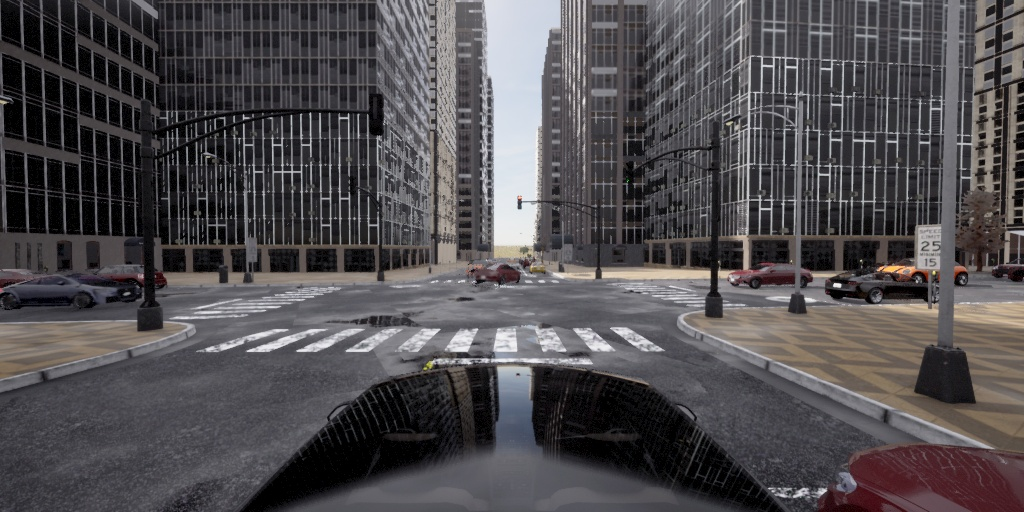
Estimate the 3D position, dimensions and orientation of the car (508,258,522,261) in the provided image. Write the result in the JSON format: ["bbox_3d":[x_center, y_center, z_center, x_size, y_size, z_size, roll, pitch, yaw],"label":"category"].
[{"bbox_3d":[0.079,1.317,52.479,1.895,1.301,4.718,0,0,0],"label":"car"}]

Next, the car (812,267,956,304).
[{"bbox_3d":[16.124,1.293,15.693,4.313,1.339,1.948,0,0,-5],"label":"car"}]

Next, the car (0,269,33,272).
[{"bbox_3d":[-28.204,1.391,20.004,4.207,1.307,1.802,0,0,-5],"label":"car"}]

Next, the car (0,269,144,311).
[{"bbox_3d":[-18.394,1.438,15.081,4.181,1.385,1.994,0,1,-5],"label":"car"}]

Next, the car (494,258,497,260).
[{"bbox_3d":[-3.116,1.203,44.214,1.882,1.535,5.008,0,0,0],"label":"car"}]

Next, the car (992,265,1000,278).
[{"bbox_3d":[37.693,0.864,26.110,4.097,1.591,1.967,0,0,-5],"label":"car"}]

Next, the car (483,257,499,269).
[{"bbox_3d":[-3.107,1.066,54.257,2.097,1.767,4.553,0,0,0],"label":"car"}]

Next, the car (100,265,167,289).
[{"bbox_3d":[-22.579,1.216,20.528,4.097,1.591,1.967,0,0,-5],"label":"car"}]

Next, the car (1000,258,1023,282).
[{"bbox_3d":[35.348,0.845,23.267,4.553,1.767,2.097,0,1,-5],"label":"car"}]

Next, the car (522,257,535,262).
[{"bbox_3d":[2.709,1.028,55.015,2.192,1.841,5.009,0,0,0],"label":"car"}]

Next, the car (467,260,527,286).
[{"bbox_3d":[-0.887,1.213,24.491,1.812,1.442,4.674,2,0,24],"label":"car"}]

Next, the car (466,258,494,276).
[{"bbox_3d":[-3.112,1.085,34.279,2.097,1.767,4.553,0,0,0],"label":"car"}]

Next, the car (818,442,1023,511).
[{"bbox_3d":[2.692,1.333,0.395,1.802,1.307,4.207,0,0,0],"label":"car"}]

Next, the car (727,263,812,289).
[{"bbox_3d":[15.392,1.135,21.437,4.674,1.442,1.812,0,1,-5],"label":"car"}]

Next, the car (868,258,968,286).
[{"bbox_3d":[25.339,0.904,22.347,4.553,1.767,2.097,0,1,-5],"label":"car"}]

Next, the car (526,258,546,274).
[{"bbox_3d":[2.805,1.254,39.933,1.751,1.417,4.829,0,0,0],"label":"car"}]
